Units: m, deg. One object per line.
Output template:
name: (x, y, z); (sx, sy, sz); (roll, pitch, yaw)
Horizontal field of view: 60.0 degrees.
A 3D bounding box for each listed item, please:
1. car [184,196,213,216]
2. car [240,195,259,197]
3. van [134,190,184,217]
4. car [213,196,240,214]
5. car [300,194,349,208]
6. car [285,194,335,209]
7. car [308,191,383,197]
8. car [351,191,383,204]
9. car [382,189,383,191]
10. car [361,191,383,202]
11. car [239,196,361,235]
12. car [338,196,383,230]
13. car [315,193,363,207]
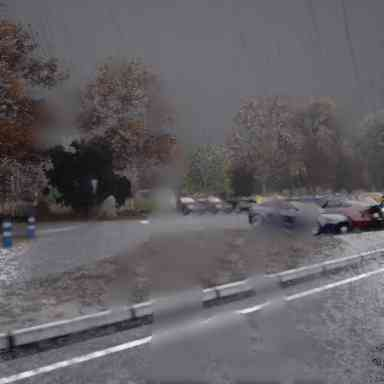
car: (-0.680, 1.101, 27.488); (2.002, 1.452, 4.674); (0, 0, -35)
car: (3.973, 1.115, 30.776); (2.163, 1.488, 4.792); (0, 0, -35)
van: (-2.795, 0.823, 25.851); (1.878, 1.987, 4.442); (0, 1, -35)
car: (1.602, 1.117, 29.085); (2.002, 1.452, 4.674); (0, 0, -35)
car: (15.320, 0.977, 38.673); (2.097, 1.535, 5.008); (-1, 1, -35)
car: (13.034, 1.019, 37.074); (2.097, 1.535, 5.008); (-1, 1, -35)
car: (9.244, 0.960, 18.503); (2.185, 1.767, 4.553); (0, 0, -35)
car: (24.559, 0.719, 44.918); (1.946, 1.575, 5.366); (-2, 1, -35)
car: (13.811, 0.840, 21.695); (2.435, 2.045, 5.566); (0, 0, -35)
car: (26.734, 0.637, 46.673); (2.097, 1.535, 5.008); (-2, 1, -35)
car: (4.715, 1.084, 15.260); (2.163, 1.488, 4.792); (0, 0, -35)
car: (6.962, 1.100, 16.904); (2.163, 1.488, 4.792); (0, 0, -35)
car: (17.710, 0.925, 40.345); (2.231, 1.521, 4.892); (-1, 1, -35)
